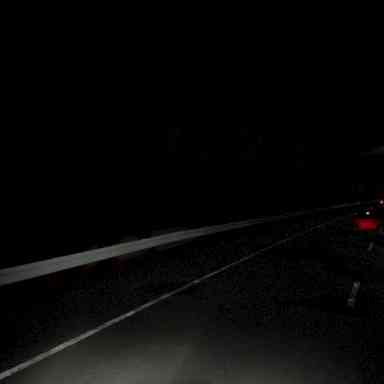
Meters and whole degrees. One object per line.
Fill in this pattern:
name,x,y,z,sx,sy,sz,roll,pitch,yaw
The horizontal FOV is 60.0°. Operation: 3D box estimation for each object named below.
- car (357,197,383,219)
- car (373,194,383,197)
car,16.006,1.505,29.643,1.837,1.490,4.892,0,0,35
car,22.051,1.221,38.190,2.150,2.045,5.566,0,0,35
